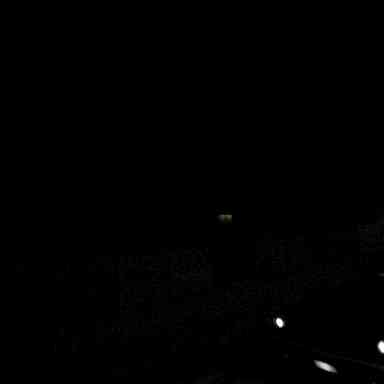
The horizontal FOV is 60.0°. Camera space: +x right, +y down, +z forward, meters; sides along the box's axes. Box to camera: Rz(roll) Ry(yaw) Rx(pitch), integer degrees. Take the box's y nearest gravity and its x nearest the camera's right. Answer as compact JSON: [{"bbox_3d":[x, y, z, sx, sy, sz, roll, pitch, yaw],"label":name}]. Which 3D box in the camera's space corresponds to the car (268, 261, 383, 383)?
[{"bbox_3d":[3.421,1.954,5.673,4.718,1.301,1.895,1,-7,-38],"label":"car"}]
